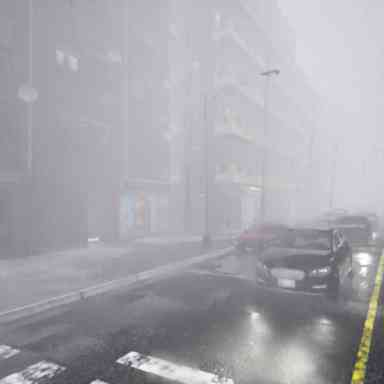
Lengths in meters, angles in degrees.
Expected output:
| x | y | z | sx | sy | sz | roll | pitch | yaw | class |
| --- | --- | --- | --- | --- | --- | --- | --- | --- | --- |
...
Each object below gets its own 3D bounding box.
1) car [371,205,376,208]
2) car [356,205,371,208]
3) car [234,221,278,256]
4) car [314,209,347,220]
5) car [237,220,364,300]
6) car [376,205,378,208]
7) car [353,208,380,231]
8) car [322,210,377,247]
| x | y | z | sx | sy | sz | roll | pitch | yaw | class |
| --- | --- | --- | --- | --- | --- | --- | --- | --- | --- |
| 34.800 | 3.381 | 65.808 | 1.802 | 1.307 | 4.206 | -2 | -2 | 31 | car |
| 25.916 | 2.977 | 51.263 | 1.947 | 1.339 | 4.313 | -2 | -2 | 31 | car |
| 3.337 | 1.987 | 14.537 | 1.887 | 1.381 | 4.507 | -2 | -2 | 31 | car |
| 11.112 | 2.320 | 27.021 | 2.008 | 1.369 | 4.403 | -2 | -2 | 31 | car |
| 3.293 | 1.754 | 9.262 | 2.128 | 1.511 | 4.902 | -2 | -2 | 31 | car |
| 40.722 | 3.625 | 75.504 | 1.947 | 1.339 | 4.313 | -2 | -2 | 31 | car |
| 14.191 | 2.279 | 27.087 | 2.033 | 1.411 | 5.357 | -2 | -2 | 31 | car |
| 8.685 | 1.972 | 18.087 | 1.882 | 1.535 | 5.008 | -2 | -2 | 31 | car |
